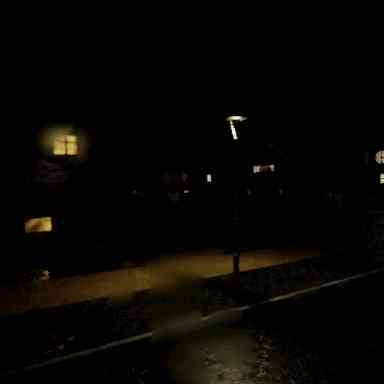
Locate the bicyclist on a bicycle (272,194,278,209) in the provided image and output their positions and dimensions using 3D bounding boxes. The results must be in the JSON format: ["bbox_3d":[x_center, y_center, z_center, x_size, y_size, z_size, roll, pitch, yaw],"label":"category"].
[{"bbox_3d":[9.172,1.055,36.686,0.582,1.620,1.656,0,3,38],"label":"bicyclist on a bicycle"}]
